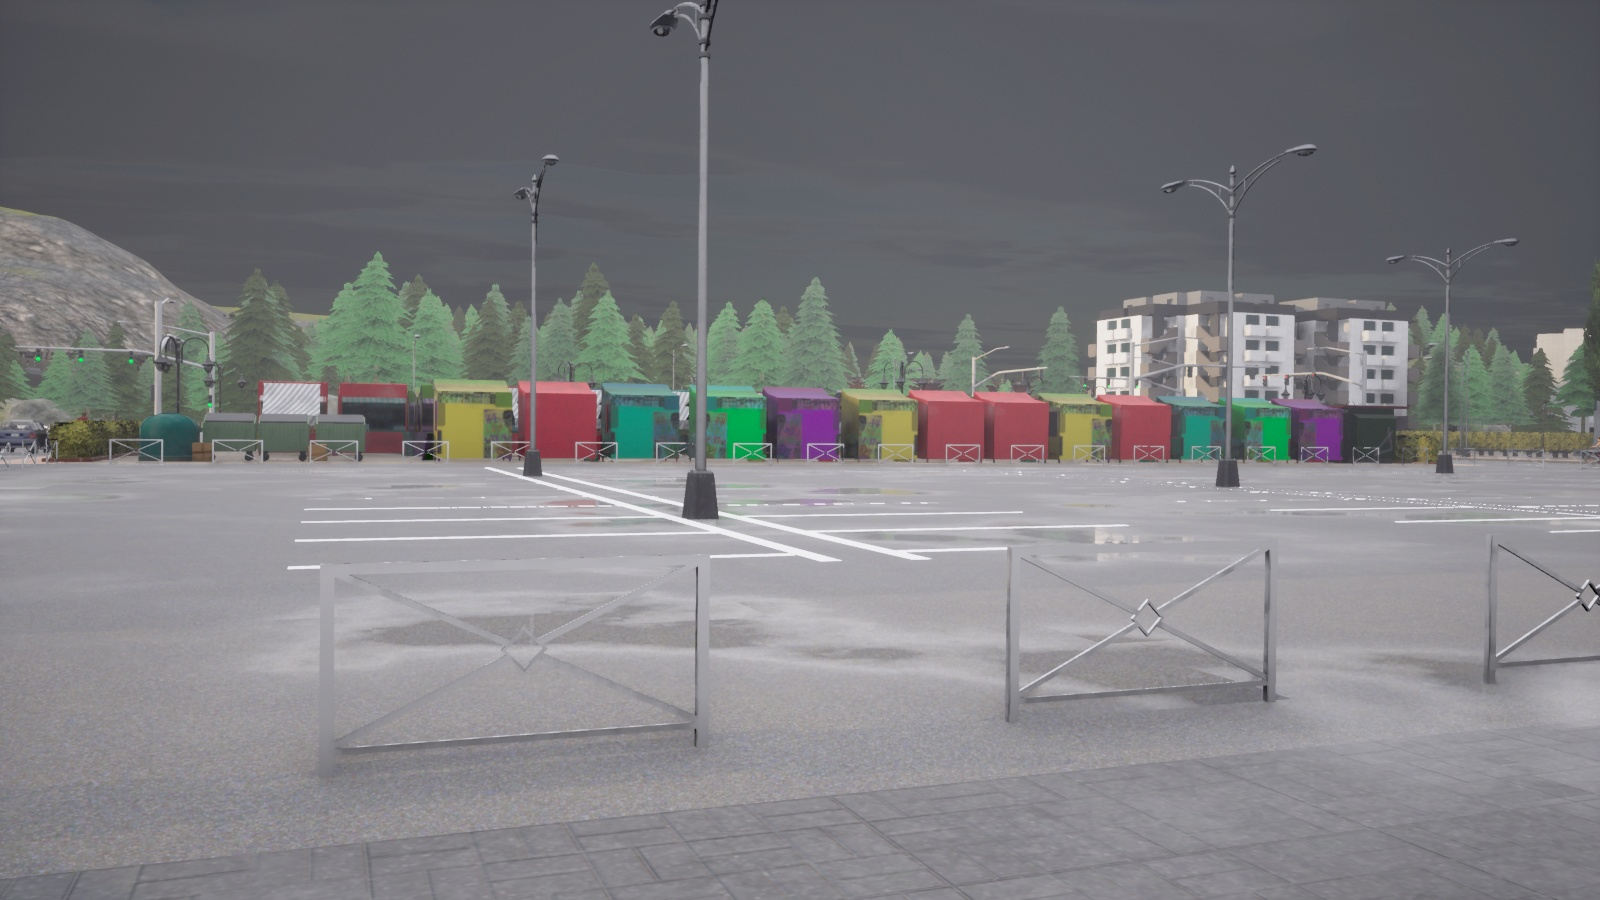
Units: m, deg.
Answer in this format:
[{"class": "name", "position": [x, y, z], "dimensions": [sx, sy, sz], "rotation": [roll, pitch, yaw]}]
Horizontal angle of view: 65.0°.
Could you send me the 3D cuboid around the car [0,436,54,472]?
[{"class": "car", "position": [-35.719, 0.167, 57.784], "dimensions": [1.789, 1.549, 3.705], "rotation": [-1, 1, -21]}]
